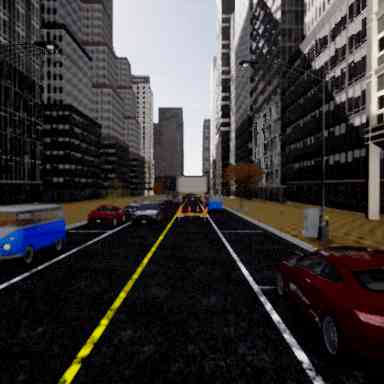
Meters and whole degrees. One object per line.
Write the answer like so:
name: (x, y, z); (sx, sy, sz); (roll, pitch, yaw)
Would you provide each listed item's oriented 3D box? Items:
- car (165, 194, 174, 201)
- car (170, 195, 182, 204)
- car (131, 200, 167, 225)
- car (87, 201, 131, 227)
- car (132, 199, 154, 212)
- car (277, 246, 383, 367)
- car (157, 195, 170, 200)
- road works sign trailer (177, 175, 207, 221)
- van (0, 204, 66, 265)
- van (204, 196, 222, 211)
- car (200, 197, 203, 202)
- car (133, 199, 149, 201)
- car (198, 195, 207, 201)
car: (-5.759, 1.435, 84.418); (1.967, 1.590, 4.097); (-1, 0, 0)
car: (-3.056, 1.327, 65.017); (2.097, 1.767, 4.553); (0, 0, 0)
car: (-3.115, 1.532, 24.264); (2.033, 1.411, 5.357); (0, 0, 0)
car: (-5.717, 1.530, 22.542); (1.887, 1.381, 4.507); (-1, 0, 0)
car: (-5.728, 1.532, 39.418); (2.008, 1.369, 4.403); (-1, 0, 0)
car: (2.674, 1.578, 5.674); (1.802, 1.307, 4.206); (-1, 0, 0)
car: (-5.742, 1.535, 61.918); (2.008, 1.369, 4.403); (-1, 0, 0)
road works sign trailer: (0.020, 0.448, 26.590); (2.380, 3.560, 2.880); (0, 0, 1)
van: (-5.713, 1.333, 11.292); (1.690, 1.788, 3.998); (-1, 0, 0)
van: (2.648, 1.323, 39.424); (1.690, 1.788, 3.998); (-1, 0, 0)
car: (2.643, 1.422, 50.673); (1.967, 1.590, 4.097); (-1, 0, 0)
car: (-5.724, 1.533, 33.793); (2.008, 1.369, 4.403); (-1, 0, 0)
car: (2.624, 1.561, 84.423); (1.947, 1.339, 4.313); (-1, 0, 0)
